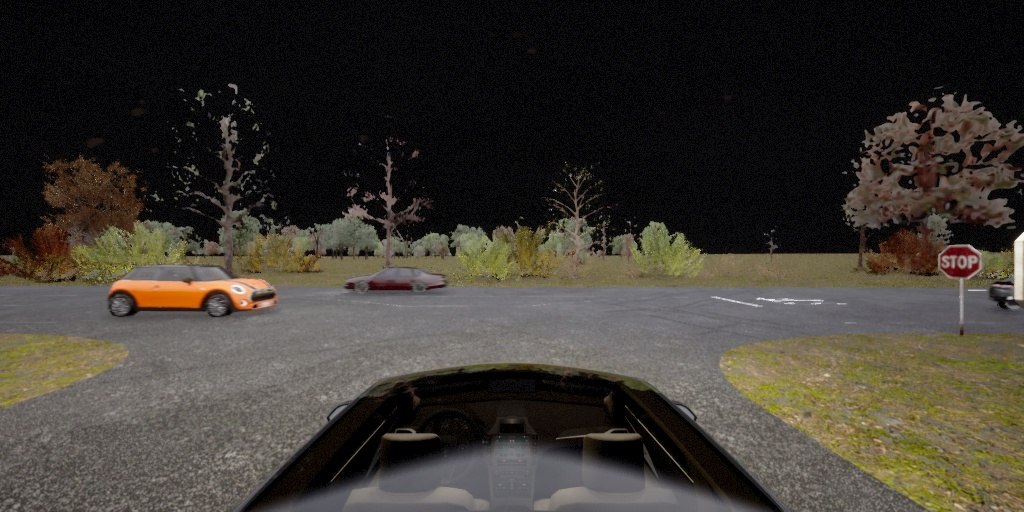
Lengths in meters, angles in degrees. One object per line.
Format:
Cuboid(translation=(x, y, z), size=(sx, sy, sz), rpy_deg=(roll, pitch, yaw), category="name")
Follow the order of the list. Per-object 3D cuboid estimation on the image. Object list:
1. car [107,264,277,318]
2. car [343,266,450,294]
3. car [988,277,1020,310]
Cuboid(translation=(-10.778, 1.073, 12.377), size=(4.553, 1.767, 2.097), rpy_deg=(0, 0, -1), category="car")
Cuboid(translation=(-6.140, 1.278, 19.474), size=(5.357, 1.411, 2.033), rpy_deg=(0, 0, -1), category="car")
Cuboid(translation=(20.449, 1.326, 12.973), size=(4.902, 1.511, 2.128), rpy_deg=(0, 0, -1), category="car")
